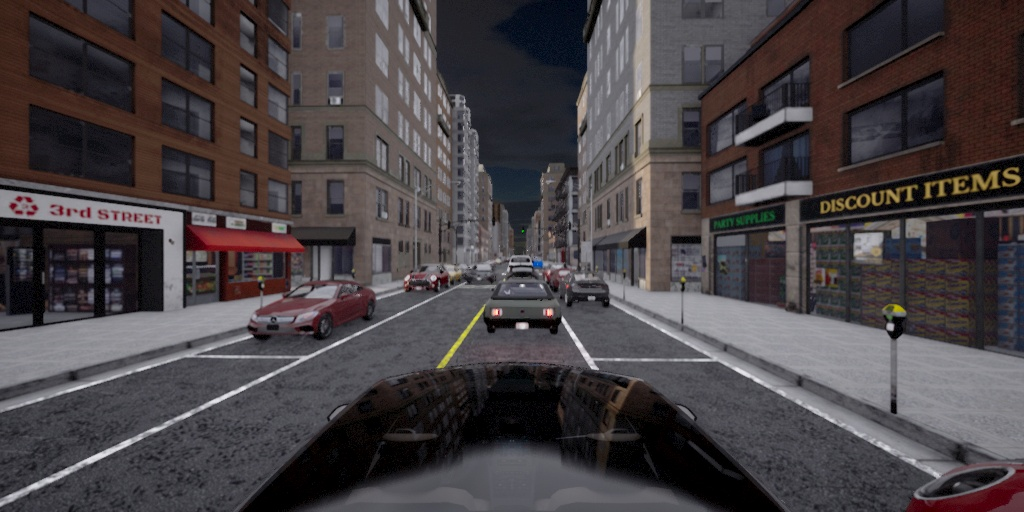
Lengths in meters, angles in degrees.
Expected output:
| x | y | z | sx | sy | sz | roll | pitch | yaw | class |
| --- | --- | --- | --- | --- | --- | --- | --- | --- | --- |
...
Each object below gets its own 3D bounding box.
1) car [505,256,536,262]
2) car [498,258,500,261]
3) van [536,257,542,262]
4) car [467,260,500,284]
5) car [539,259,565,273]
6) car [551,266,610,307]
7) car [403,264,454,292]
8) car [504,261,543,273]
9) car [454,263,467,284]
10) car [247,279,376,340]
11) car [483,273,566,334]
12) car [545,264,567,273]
| x | y | z | sx | sy | sz | roll | pitch | yaw | class |
| --- | --- | --- | --- | --- | --- | --- | --- | --- | --- |
| 0.780 | 0.979 | 31.968 | 2.150 | 2.045 | 5.566 | 0 | 0 | 2 | car |
| -3.720 | 1.304 | 64.791 | 1.888 | 1.381 | 4.507 | 0 | 0 | 2 | car |
| 4.149 | 1.099 | 58.903 | 1.690 | 1.789 | 3.998 | 0 | 0 | 2 | van |
| -2.183 | 1.280 | 26.809 | 1.812 | 1.442 | 4.674 | 0 | 0 | 2 | car |
| 3.268 | 1.194 | 26.315 | 1.967 | 1.591 | 4.097 | 0 | 0 | 2 | car |
| 2.969 | 1.303 | 15.281 | 2.007 | 1.370 | 4.403 | 0 | 0 | 2 | car |
| -4.904 | 1.193 | 21.008 | 1.967 | 1.591 | 4.097 | 0 | 0 | 2 | car |
| 0.586 | 1.259 | 20.925 | 1.837 | 1.490 | 4.892 | 0 | 0 | 1 | car |
| -4.759 | 1.280 | 26.353 | 1.751 | 1.417 | 4.829 | 0 | 0 | 2 | car |
| -5.202 | 1.333 | 9.974 | 1.802 | 1.307 | 4.207 | 0 | 0 | 2 | car |
| 0.308 | 1.353 | 10.631 | 1.895 | 1.301 | 4.718 | 0 | 0 | 2 | car |
| 3.118 | 1.335 | 20.798 | 1.802 | 1.307 | 4.207 | 0 | 0 | 2 | car |
